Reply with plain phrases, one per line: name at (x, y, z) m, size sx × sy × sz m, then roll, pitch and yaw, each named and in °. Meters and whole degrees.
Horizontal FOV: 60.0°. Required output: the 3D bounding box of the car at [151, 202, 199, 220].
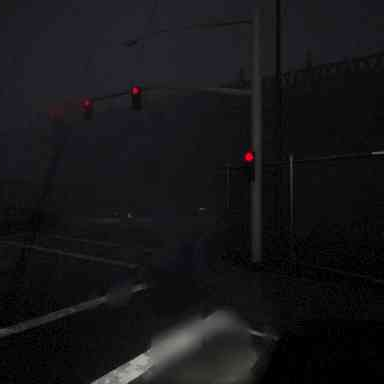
car at (-1.120, 1.581, 29.037) m, size 1.812 × 1.442 × 4.674 m, roll 0°, pitch 0°, yaw 35°

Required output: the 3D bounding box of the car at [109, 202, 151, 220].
car at (-5.214, 1.618, 29.325) m, size 1.994 × 1.385 × 4.181 m, roll 0°, pitch 0°, yaw 35°

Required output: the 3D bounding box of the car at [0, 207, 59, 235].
car at (-9.250, 1.533, 17.028) m, size 2.128 × 1.511 × 4.902 m, roll 0°, pitch -1°, yaw 30°

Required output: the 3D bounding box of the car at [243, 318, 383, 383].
car at (2.940, 1.547, 1.869) m, size 5.357 × 1.411 × 2.033 m, roll 0°, pitch 0°, yaw 36°
